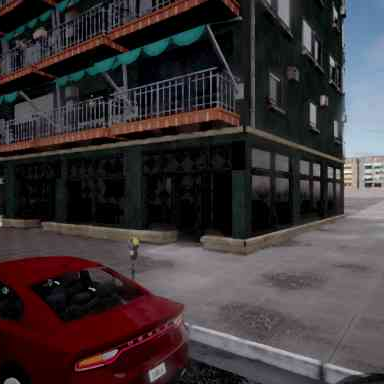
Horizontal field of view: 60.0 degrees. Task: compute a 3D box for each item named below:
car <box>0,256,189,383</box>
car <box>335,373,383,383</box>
[{"bbox_3d":[-2.134,1.545,4.407,4.507,1.381,1.887,0,0,36],"label":"car"},{"bbox_3d":[2.450,1.566,1.126,4.313,1.339,1.947,0,0,36],"label":"car"}]
